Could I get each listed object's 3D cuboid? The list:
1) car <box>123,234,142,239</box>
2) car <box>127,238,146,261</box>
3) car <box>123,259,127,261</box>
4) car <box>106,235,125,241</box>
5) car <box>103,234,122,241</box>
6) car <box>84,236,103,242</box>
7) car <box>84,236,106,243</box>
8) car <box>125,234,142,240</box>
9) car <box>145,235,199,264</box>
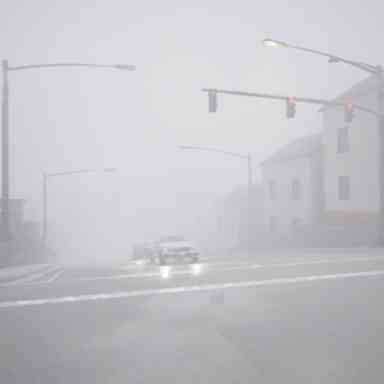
[{"bbox_3d":[-15.504,11.702,87.189,4.536,1.218,1.853,-1,-1,12],"label":"car"},{"bbox_3d":[-3.804,4.817,26.878,1.994,1.385,4.181,0,-13,-17],"label":"car"},{"bbox_3d":[-7.113,8.380,37.693,2.128,1.511,4.902,-1,-22,-17],"label":"car"},{"bbox_3d":[-20.376,11.868,84.899,2.038,1.542,4.974,-2,-2,37],"label":"car"},{"bbox_3d":[-20.346,11.711,84.944,1.853,1.218,4.536,-2,-2,37],"label":"car"},{"bbox_3d":[-24.840,11.738,83.611,4.536,1.218,1.853,-1,-2,27],"label":"car"},{"bbox_3d":[-24.792,11.894,83.584,4.974,1.542,2.038,-1,-2,27],"label":"car"},{"bbox_3d":[-15.452,11.858,87.175,4.974,1.542,2.038,-1,-1,12],"label":"car"},{"bbox_3d":[-1.064,2.967,17.481,1.812,1.442,4.674,-1,-10,-16],"label":"car"}]
